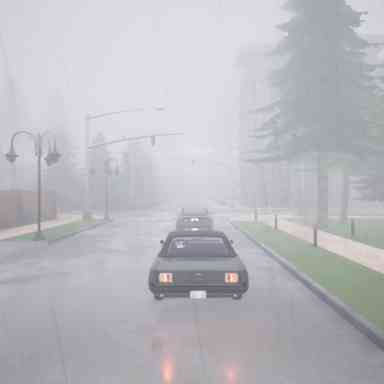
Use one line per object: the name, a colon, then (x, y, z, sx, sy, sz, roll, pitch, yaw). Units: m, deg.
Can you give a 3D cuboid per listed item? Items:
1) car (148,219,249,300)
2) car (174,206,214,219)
car: (0.118, 1.601, 8.341, 1.895, 1.301, 4.718, 0, 0, 0)
car: (0.130, 1.505, 17.603, 1.837, 1.490, 4.892, 0, 0, 0)
